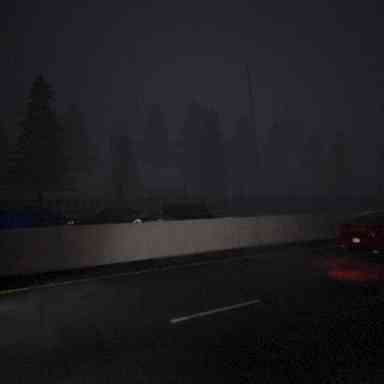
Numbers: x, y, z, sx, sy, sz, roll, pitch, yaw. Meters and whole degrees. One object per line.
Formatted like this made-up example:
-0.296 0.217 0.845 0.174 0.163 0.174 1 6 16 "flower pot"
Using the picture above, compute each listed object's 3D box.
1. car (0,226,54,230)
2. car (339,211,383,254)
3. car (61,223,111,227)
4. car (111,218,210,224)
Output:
-9.647 1.402 18.344 5.008 1.535 1.882 0 0 -33 "car"
7.546 1.415 11.965 5.008 1.535 1.882 0 0 -27 "car"
-4.418 1.449 17.542 4.674 1.442 1.812 0 0 -30 "car"
-1.089 1.282 15.401 4.553 1.767 2.097 0 0 -30 "car"
